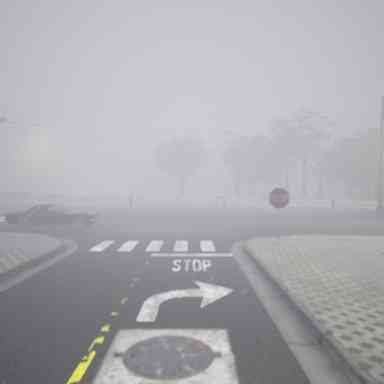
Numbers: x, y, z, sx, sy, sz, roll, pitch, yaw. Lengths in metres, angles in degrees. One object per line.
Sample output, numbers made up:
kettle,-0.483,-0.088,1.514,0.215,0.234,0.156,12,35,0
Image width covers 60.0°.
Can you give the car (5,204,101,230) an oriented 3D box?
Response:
car,-7.566,1.354,18.547,4.718,1.301,1.895,1,1,-1
